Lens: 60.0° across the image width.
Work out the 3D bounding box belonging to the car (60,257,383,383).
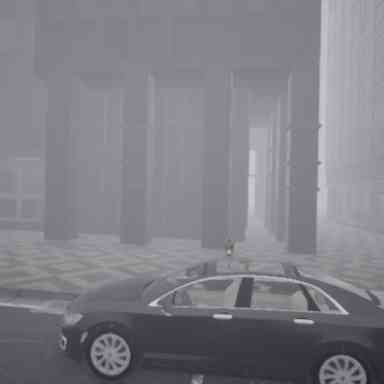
[{"bbox_3d":[0.478,1.586,4.503,4.403,1.369,2.008,2,-1,7],"label":"car"}]
